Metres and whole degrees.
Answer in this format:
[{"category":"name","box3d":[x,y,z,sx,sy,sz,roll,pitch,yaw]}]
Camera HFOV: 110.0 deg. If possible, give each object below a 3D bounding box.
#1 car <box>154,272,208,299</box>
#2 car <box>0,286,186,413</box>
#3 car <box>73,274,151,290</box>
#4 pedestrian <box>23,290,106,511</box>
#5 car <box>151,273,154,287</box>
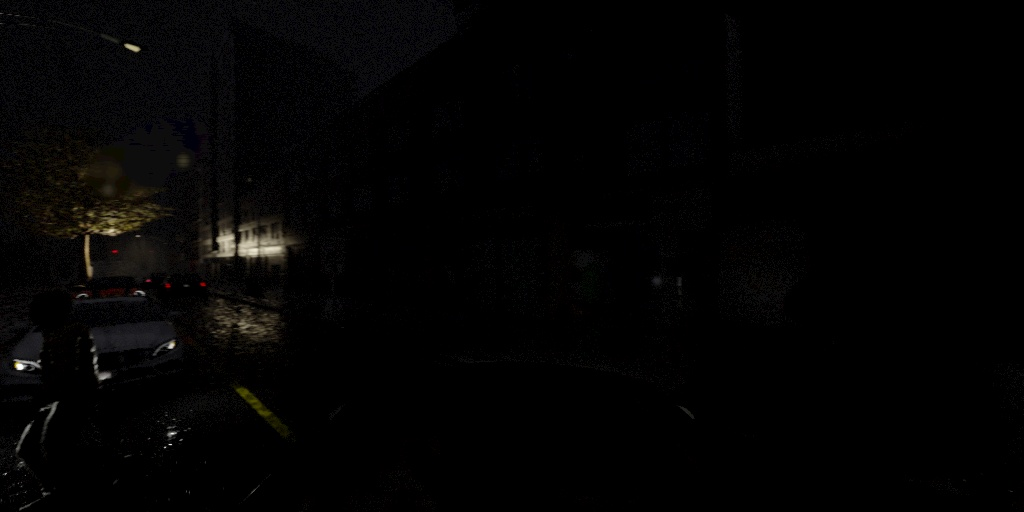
[{"category":"car","box3d":[-21.206,1.881,23.027,4.553,1.767,2.097,-2,-1,42]},{"category":"car","box3d":[-7.519,1.482,6.640,4.674,1.442,1.812,-2,-1,42]},{"category":"car","box3d":[-17.818,1.675,15.978,4.553,1.767,2.097,-2,-1,42]},{"category":"pedestrian","box3d":[-3.728,1.124,3.006,0.375,1.860,0.375,-1,0,42]},{"category":"car","box3d":[-34.893,2.442,35.435,4.553,1.767,2.097,-3,-2,42]}]
